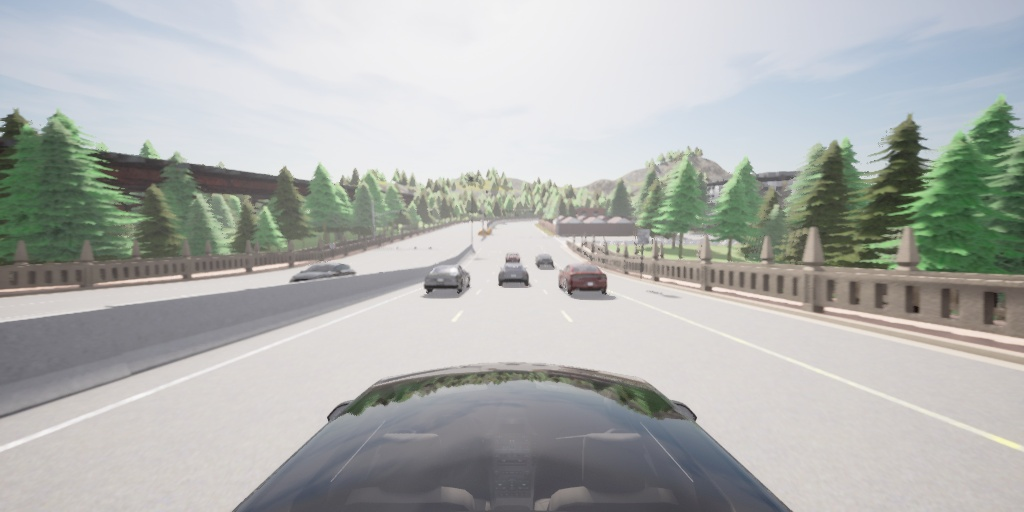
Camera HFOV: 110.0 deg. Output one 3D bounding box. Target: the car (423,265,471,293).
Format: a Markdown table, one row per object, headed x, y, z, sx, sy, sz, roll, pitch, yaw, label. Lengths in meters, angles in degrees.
| x | y | z | sx | sy | sz | roll | pitch | yaw | label |
| --- | --- | --- | --- | --- | --- | --- | --- | --- | --- |
| -3.396 | 1.181 | 19.562 | 2.033 | 1.411 | 5.357 | 0 | 0 | 0 | car |

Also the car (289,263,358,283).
| x | y | z | sx | sy | sz | roll | pitch | yaw | label |
| --- | --- | --- | --- | --- | --- | --- | --- | --- | --- |
| -10.530 | 1.136 | 20.418 | 1.837 | 1.490 | 4.892 | 0 | 0 | 1 | car |

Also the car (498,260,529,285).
| x | y | z | sx | sy | sz | roll | pitch | yaw | label |
| --- | --- | --- | --- | --- | --- | --- | --- | --- | --- |
| 0.105 | 1.164 | 24.138 | 1.994 | 1.385 | 4.181 | 0 | 0 | 0 | car |

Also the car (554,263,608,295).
| x | y | z | sx | sy | sz | roll | pitch | yaw | label |
| --- | --- | --- | --- | --- | --- | --- | --- | --- | --- |
| 3.604 | 1.116 | 18.938 | 1.882 | 1.535 | 5.008 | 0 | 0 | 0 | car |

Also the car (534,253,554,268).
| x | y | z | sx | sy | sz | roll | pitch | yaw | label |
| --- | --- | --- | --- | --- | --- | --- | --- | --- | --- |
| 3.602 | 0.439 | 40.288 | 1.812 | 1.442 | 4.674 | 0 | 4 | 0 | car |

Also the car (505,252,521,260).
| x | y | z | sx | sy | sz | roll | pitch | yaw | label |
| --- | --- | --- | --- | --- | --- | --- | --- | --- | --- |
| 0.089 | 0.114 | 44.895 | 1.895 | 1.301 | 4.718 | 0 | 5 | 0 | car |
